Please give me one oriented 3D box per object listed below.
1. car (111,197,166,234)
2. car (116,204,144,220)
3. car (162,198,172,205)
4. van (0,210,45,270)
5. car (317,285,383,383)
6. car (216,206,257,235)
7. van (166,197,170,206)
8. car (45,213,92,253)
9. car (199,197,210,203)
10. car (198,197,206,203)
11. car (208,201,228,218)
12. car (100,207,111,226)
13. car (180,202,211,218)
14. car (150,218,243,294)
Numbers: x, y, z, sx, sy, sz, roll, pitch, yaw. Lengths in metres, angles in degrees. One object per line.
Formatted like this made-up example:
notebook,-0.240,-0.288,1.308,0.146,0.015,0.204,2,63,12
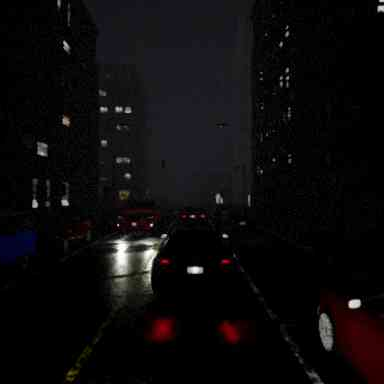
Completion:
car,-3.087,1.378,20.544,2.150,2.045,5.566,0,0,0
car,-5.671,1.818,30.843,1.802,1.307,4.206,0,0,0
car,-5.654,2.134,74.292,1.887,1.381,4.507,0,0,0
van,-5.678,1.408,8.751,1.690,1.788,3.998,0,0,0
car,2.700,1.570,3.211,1.887,1.381,4.507,0,0,0
car,2.706,1.717,19.781,1.947,1.339,4.313,0,0,0
van,-5.657,1.838,63.238,1.690,1.788,3.998,0,0,0
car,-5.677,1.653,14.273,1.887,1.381,4.507,0,0,0
car,2.722,2.079,63.232,1.802,1.307,4.206,0,0,0
car,2.734,2.170,90.870,1.967,1.590,4.097,0,-1,0
car,2.710,1.802,30.828,1.947,1.339,4.313,0,0,0
car,-5.673,1.759,25.319,1.947,1.339,4.313,0,0,0
car,0.091,1.739,25.209,2.033,1.411,5.357,0,0,0
car,0.078,1.633,9.037,1.994,1.385,4.181,0,0,0
